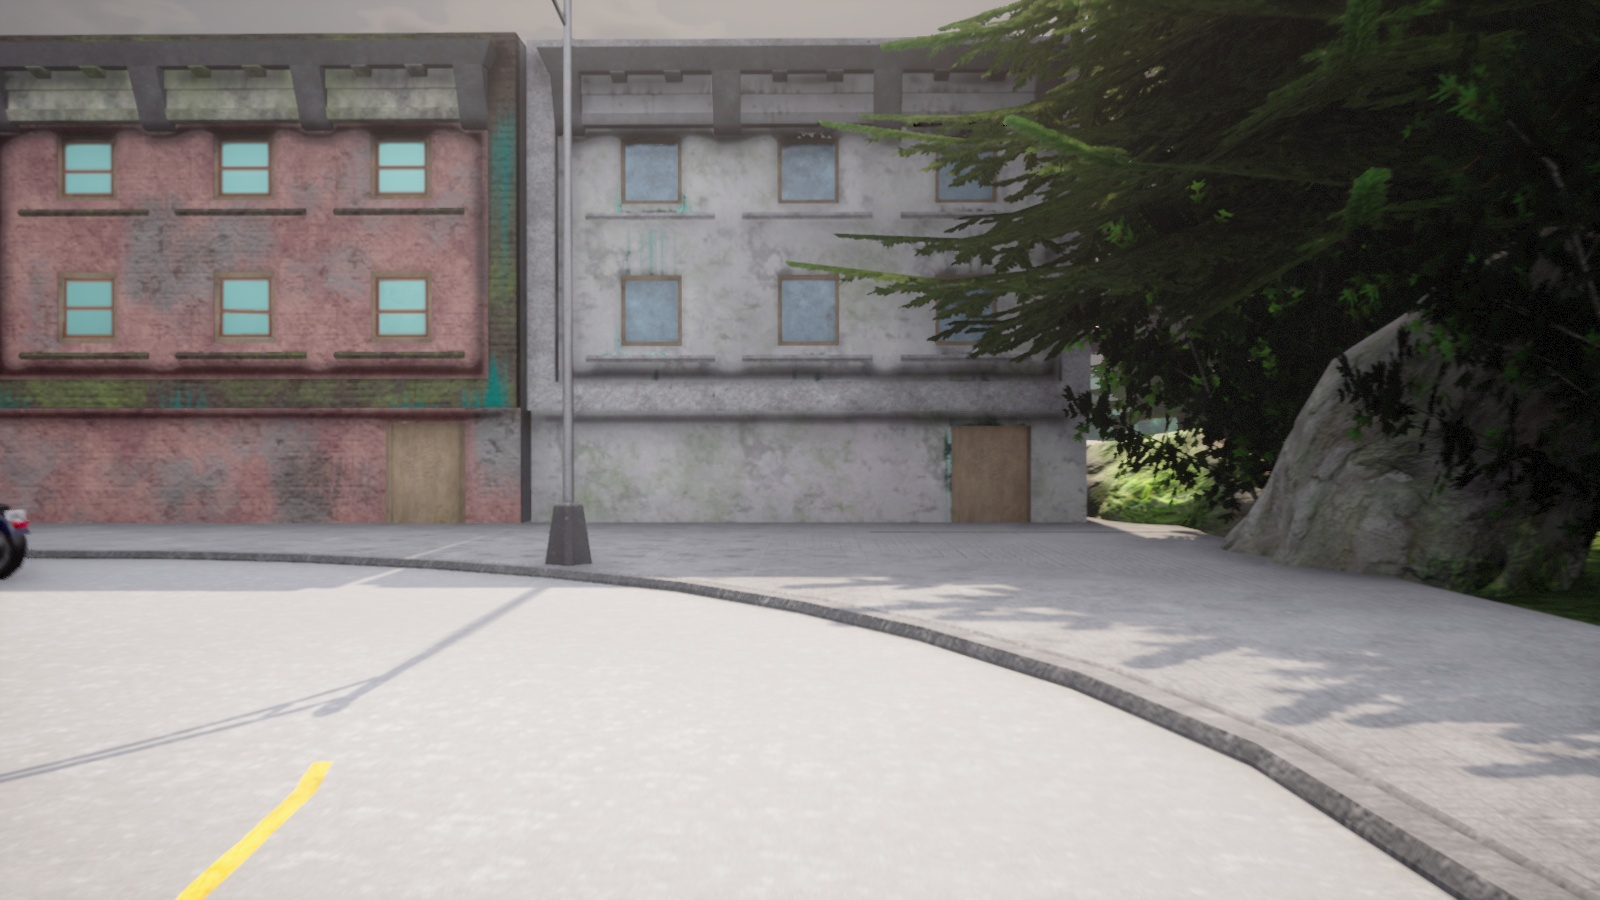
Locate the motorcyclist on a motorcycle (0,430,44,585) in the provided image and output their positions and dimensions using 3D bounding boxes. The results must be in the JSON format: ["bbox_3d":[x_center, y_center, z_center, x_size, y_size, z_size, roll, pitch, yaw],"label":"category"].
[{"bbox_3d":[-9.669,0.614,13.864,2.350,1.649,0.766,0,1,12],"label":"motorcyclist on a motorcycle"}]
